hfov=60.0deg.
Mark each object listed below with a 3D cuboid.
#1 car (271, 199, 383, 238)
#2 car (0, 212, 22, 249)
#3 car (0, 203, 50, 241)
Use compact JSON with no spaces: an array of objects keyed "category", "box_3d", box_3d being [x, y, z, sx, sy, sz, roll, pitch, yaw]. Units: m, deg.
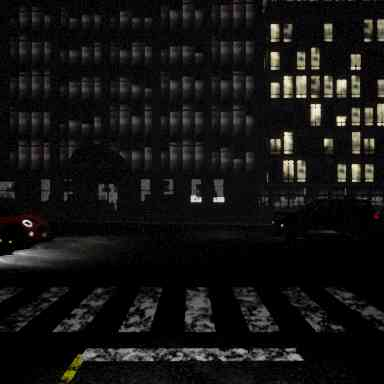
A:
[{"category":"car","box_3d":[7.273,1.379,18.415,5.566,2.045,2.150,1,-1,1]},{"category":"car","box_3d":[-8.820,1.466,11.875,4.181,1.385,1.994,3,-1,1]},{"category":"car","box_3d":[-8.921,1.280,15.110,4.553,1.767,2.097,2,0,1]}]
